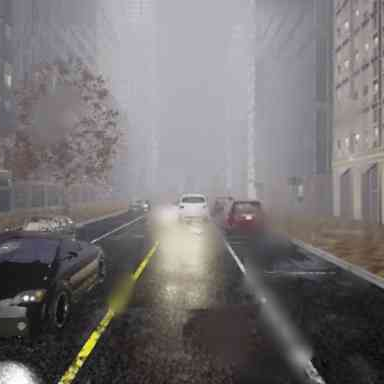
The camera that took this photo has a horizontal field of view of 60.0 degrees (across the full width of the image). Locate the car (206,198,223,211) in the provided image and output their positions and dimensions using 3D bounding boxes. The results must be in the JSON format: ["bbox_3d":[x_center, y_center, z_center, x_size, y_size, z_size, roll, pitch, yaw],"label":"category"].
[{"bbox_3d":[2.692,1.518,41.120,1.752,1.417,4.829,0,0,0],"label":"car"}]

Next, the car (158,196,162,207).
[{"bbox_3d":[-5.688,1.567,52.346,1.802,1.307,4.206,0,0,0],"label":"car"}]

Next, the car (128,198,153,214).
[{"bbox_3d":[-5.688,1.547,35.271,2.008,1.369,4.403,0,0,0],"label":"car"}]

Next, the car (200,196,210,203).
[{"bbox_3d":[2.692,1.536,69.412,1.947,1.339,4.313,0,0,0],"label":"car"}]

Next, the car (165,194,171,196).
[{"bbox_3d":[-5.689,1.527,63.732,2.008,1.369,4.403,0,0,0],"label":"car"}]

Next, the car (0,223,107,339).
[{"bbox_3d":[-3.102,1.565,6.638,1.994,1.385,4.181,0,0,0],"label":"car"}]

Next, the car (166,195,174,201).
[{"bbox_3d":[-5.689,1.535,86.501,1.802,1.307,4.206,0,0,0],"label":"car"}]

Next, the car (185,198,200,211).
[{"bbox_3d":[0.098,1.518,42.384,1.812,1.442,4.674,0,0,0],"label":"car"}]

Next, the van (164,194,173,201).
[{"bbox_3d":[-5.688,1.300,80.809,1.690,1.788,3.998,0,0,0],"label":"van"}]

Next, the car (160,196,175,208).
[{"bbox_3d":[-3.087,1.589,48.005,1.895,1.301,4.718,0,0,0],"label":"car"}]

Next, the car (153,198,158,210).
[{"bbox_3d":[-5.689,1.559,40.963,1.947,1.339,4.313,0,0,0],"label":"car"}]

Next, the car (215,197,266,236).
[{"bbox_3d":[2.694,1.315,18.182,2.192,1.841,5.009,0,0,0],"label":"car"}]

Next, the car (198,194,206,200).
[{"bbox_3d":[2.693,1.386,92.178,1.967,1.590,4.097,0,0,0],"label":"car"}]

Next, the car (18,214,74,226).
[{"bbox_3d":[-5.688,1.552,12.501,2.008,1.369,4.403,0,0,0],"label":"car"}]

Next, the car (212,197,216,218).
[{"bbox_3d":[2.694,1.313,29.567,2.192,1.841,5.009,0,0,0],"label":"car"}]

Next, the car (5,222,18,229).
[{"bbox_3d":[-5.688,1.527,6.638,1.752,1.417,4.829,0,0,0],"label":"car"}]

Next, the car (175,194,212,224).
[{"bbox_3d":[0.097,1.217,24.940,2.150,2.045,5.566,0,0,0],"label":"car"}]
